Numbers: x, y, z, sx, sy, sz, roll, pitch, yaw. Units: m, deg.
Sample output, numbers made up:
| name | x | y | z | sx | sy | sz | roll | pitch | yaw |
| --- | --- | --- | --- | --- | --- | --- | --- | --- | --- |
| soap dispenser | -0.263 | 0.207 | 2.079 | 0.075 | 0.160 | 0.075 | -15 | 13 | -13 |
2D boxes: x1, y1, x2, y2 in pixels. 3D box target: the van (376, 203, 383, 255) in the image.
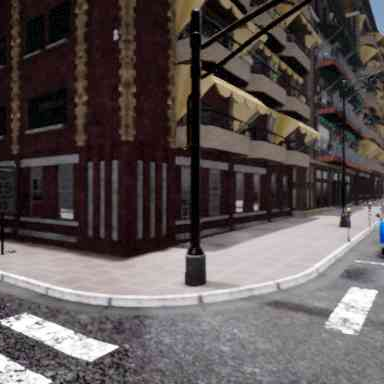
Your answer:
| name | x | y | z | sx | sy | sz | roll | pitch | yaw |
| --- | --- | --- | --- | --- | --- | --- | --- | --- | --- |
| van | 7.329 | 1.110 | 11.179 | 1.690 | 1.788 | 3.998 | 1 | 2 | 35 |
